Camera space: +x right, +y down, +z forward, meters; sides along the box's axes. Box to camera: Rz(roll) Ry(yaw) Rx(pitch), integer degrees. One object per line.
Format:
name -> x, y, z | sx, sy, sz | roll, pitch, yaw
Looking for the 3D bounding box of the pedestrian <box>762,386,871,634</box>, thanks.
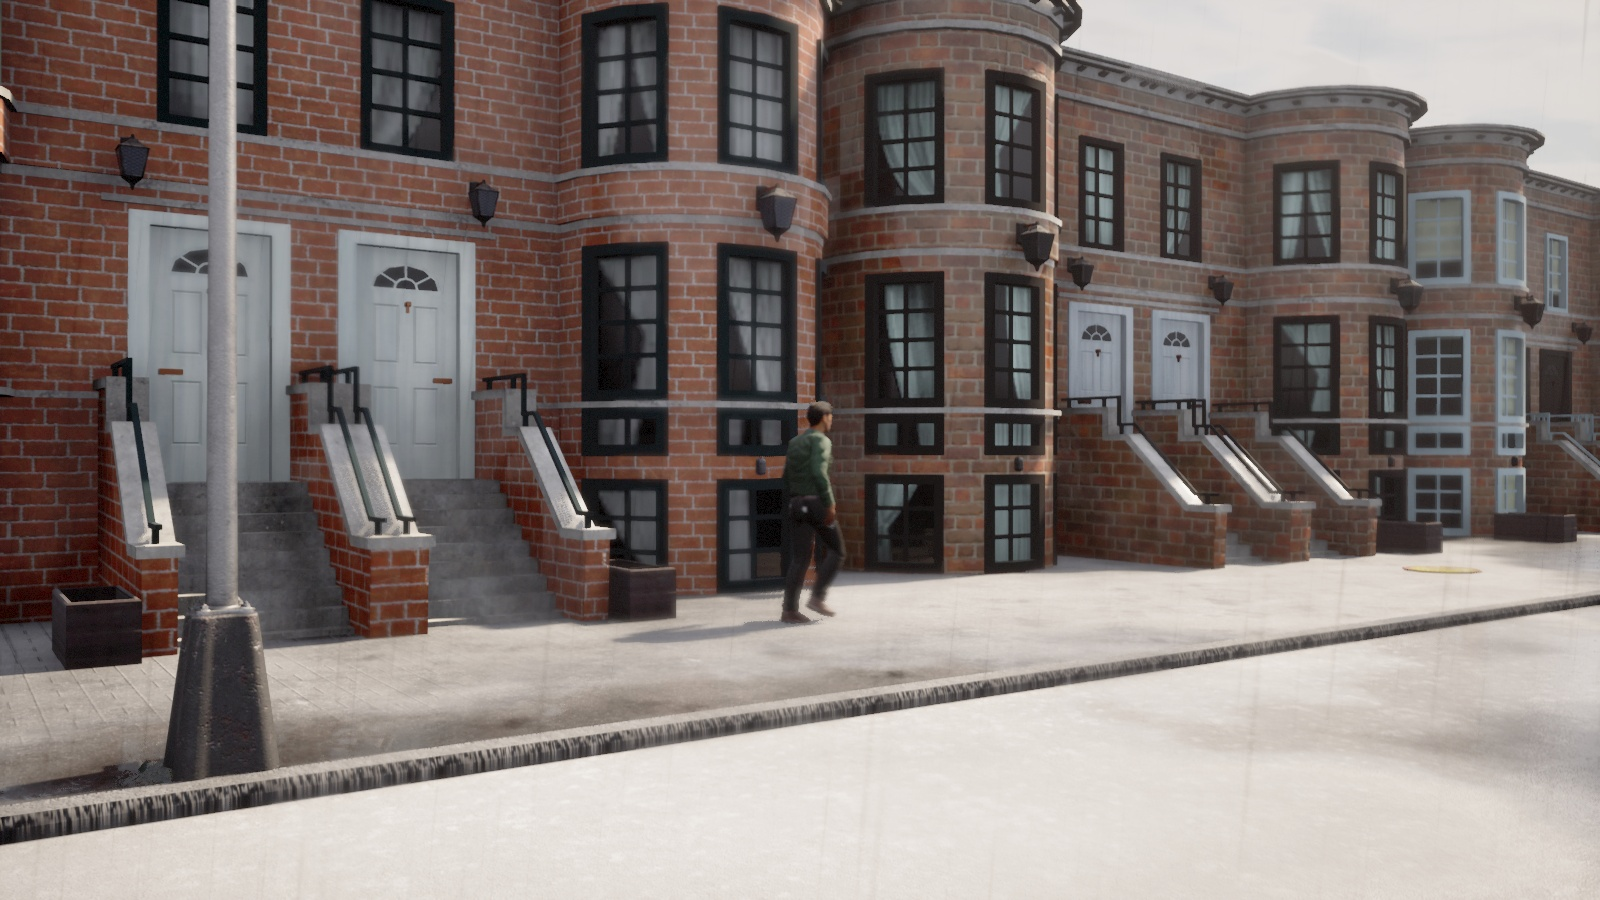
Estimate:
pedestrian -> 0.135, 0.474, 10.268 | 0.788, 1.949, 0.423 | 0, 0, -35
